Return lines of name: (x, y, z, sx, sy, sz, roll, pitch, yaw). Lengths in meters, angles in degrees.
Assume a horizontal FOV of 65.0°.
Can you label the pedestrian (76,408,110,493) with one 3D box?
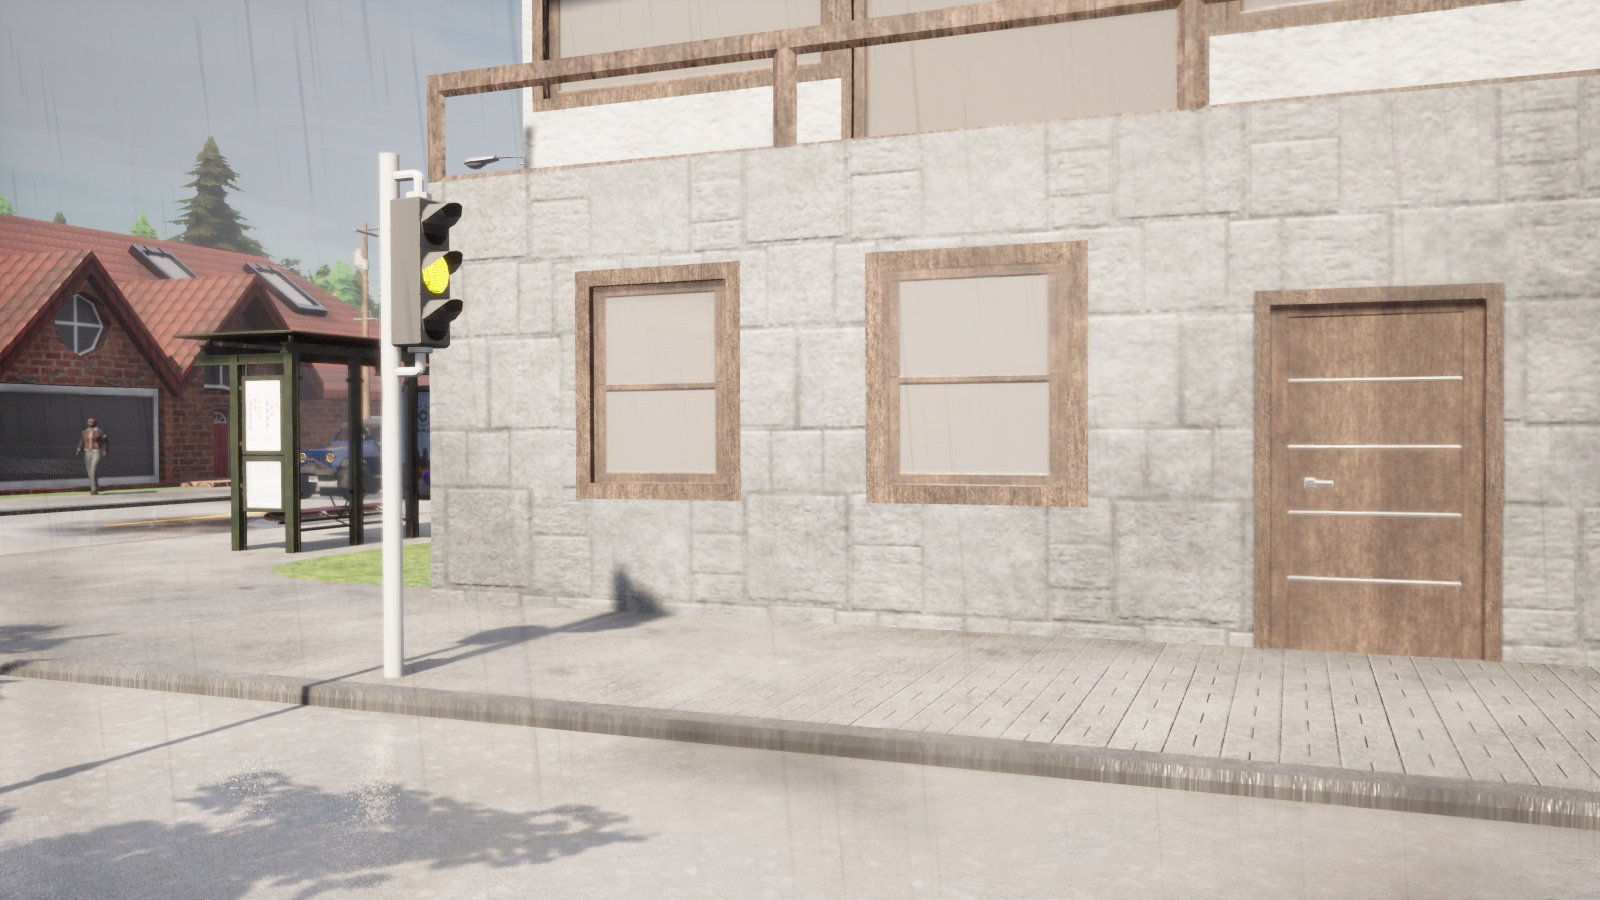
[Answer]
pedestrian: (-16.407, 0.008, 29.142, 0.402, 1.930, 0.666, 0, 1, 0)
